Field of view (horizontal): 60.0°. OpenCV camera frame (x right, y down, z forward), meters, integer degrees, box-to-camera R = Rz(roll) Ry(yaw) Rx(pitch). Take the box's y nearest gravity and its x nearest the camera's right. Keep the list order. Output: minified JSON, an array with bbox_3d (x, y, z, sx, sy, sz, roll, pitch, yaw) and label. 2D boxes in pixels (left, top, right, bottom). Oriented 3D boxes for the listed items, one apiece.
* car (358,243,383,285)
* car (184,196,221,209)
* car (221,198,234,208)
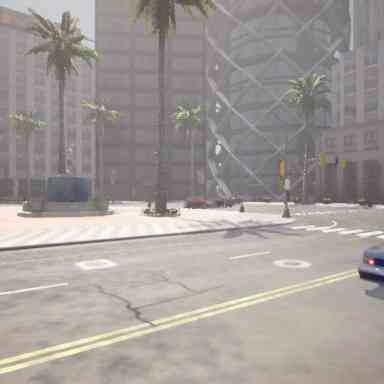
[{"bbox_3d":[6.250,1.541,8.230,5.357,1.411,2.033,0,0,-35],"label":"car"},{"bbox_3d":[1.135,1.335,44.926,4.553,1.767,2.097,0,0,38],"label":"car"},{"bbox_3d":[3.667,1.459,47.356,5.008,1.535,1.882,0,0,40],"label":"car"}]
